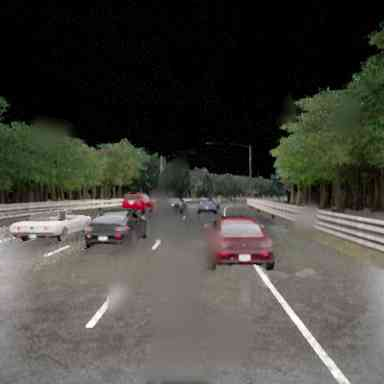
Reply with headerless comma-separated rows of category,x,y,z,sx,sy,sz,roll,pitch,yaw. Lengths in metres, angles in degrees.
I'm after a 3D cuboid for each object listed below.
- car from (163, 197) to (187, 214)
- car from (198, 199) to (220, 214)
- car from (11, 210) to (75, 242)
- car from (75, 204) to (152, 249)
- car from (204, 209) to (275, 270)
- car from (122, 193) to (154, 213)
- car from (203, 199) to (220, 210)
car,-1.727,1.327,34.911,2.097,1.767,4.553,0,0,5
car,1.707,1.538,35.114,1.994,1.385,4.181,0,0,6
car,-6.501,1.537,16.044,1.895,1.301,4.718,0,0,2
car,-3.072,1.467,14.072,1.812,1.442,4.674,0,0,2
car,1.401,1.479,10.696,1.812,1.442,4.674,0,0,2
car,-5.382,1.180,33.519,2.150,2.045,5.566,0,-1,5
car,2.759,1.660,45.734,1.994,1.385,4.181,0,-1,8
